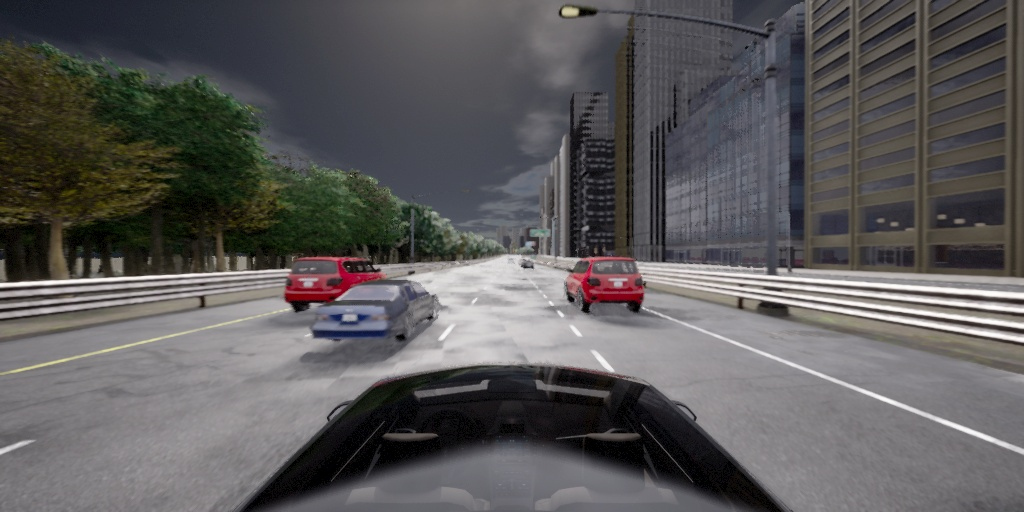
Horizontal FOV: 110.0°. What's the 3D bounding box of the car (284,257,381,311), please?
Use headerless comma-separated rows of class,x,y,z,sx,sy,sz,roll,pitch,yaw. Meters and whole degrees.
car,-6.908,1.070,14.833,2.150,2.045,5.566,0,0,0

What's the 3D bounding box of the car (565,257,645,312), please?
car,3.592,1.068,14.816,2.150,2.045,5.566,0,0,0

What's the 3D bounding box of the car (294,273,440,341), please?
car,-3.404,1.359,10.034,2.033,1.411,5.357,0,0,0
